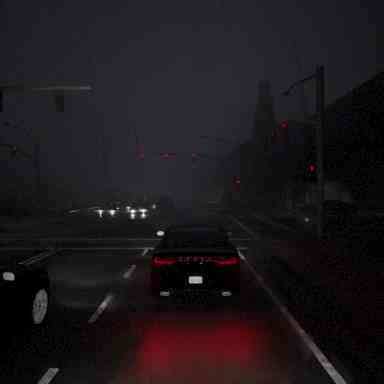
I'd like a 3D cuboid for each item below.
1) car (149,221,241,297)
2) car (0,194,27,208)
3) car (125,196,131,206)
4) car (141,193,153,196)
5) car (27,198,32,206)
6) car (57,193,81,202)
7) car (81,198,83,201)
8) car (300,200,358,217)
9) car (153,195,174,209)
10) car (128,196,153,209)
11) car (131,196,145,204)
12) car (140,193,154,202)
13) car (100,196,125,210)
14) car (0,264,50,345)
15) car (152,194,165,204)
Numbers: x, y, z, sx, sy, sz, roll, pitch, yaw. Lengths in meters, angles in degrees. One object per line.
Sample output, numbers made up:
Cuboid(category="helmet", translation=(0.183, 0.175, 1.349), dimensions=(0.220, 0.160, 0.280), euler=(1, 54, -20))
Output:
Cuboid(category="car", translation=(0.070, 1.478, 8.635), dimensions=(1.882, 1.535, 5.008), euler=(0, 0, 0))
Cuboid(category="car", translation=(-24.946, 1.153, 44.090), dimensions=(4.605, 1.855, 1.932), euler=(0, 0, 0))
Cuboid(category="car", translation=(-10.513, 1.352, 53.077), dimensions=(2.097, 1.767, 4.553), euler=(0, 0, 2))
Cuboid(category="car", translation=(-6.910, 1.352, 56.520), dimensions=(2.097, 1.767, 4.553), euler=(0, 0, 2))
Cuboid(category="car", translation=(-24.888, 1.156, 46.985), dimensions=(3.866, 1.878, 1.905), euler=(0, 0, 0))
Cuboid(category="car", translation=(-24.903, 1.156, 66.608), dimensions=(3.866, 1.878, 1.905), euler=(0, 0, 0))
Cuboid(category="car", translation=(-24.888, 1.395, 69.503), dimensions=(3.806, 1.475, 1.970), euler=(0, 0, 0))
Cuboid(category="car", translation=(12.661, 1.478, 30.894), dimensions=(5.008, 1.535, 1.882), euler=(0, 0, 0))
Cuboid(category="car", translation=(-3.540, 1.352, 44.594), dimensions=(2.097, 1.767, 4.553), euler=(0, 0, 2))
Cuboid(category="car", translation=(-7.157, 1.601, 46.712), dimensions=(1.895, 1.301, 4.718), euler=(0, 0, 1))
Cuboid(category="car", translation=(-10.211, 1.526, 63.223), dimensions=(1.812, 1.442, 4.674), euler=(0, 0, 2))
Cuboid(category="car", translation=(-9.873, 1.200, 73.904), dimensions=(2.150, 2.045, 5.566), euler=(0, 0, 2))
Cuboid(category="car", translation=(-10.705, 1.505, 44.077), dimensions=(1.837, 1.490, 4.892), euler=(0, 0, 1))
Cuboid(category="car", translation=(-3.440, 1.478, 3.903), dimensions=(1.882, 1.535, 5.008), euler=(0, 0, 0))
Cuboid(category="car", translation=(-6.605, 1.352, 66.373), dimensions=(2.097, 1.767, 4.553), euler=(0, 0, 2))
